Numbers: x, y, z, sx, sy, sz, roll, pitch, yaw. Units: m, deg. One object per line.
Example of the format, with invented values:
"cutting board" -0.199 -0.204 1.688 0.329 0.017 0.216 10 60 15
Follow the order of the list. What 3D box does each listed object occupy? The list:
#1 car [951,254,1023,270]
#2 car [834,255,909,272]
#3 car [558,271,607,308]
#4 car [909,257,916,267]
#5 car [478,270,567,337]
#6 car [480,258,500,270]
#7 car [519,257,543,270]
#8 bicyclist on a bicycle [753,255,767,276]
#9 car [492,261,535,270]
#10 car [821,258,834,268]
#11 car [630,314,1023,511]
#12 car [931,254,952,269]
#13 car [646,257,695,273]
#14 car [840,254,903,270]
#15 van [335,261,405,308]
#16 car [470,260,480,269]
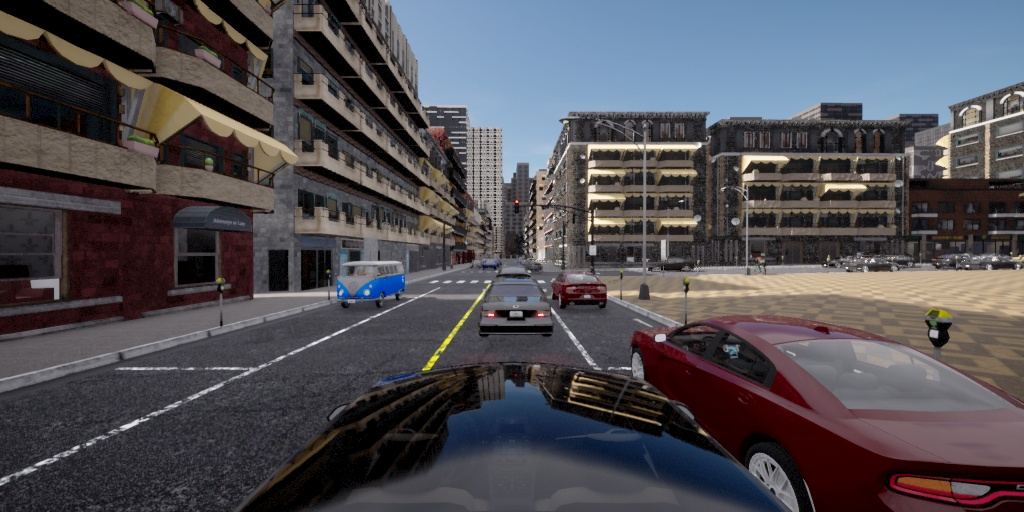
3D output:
"car" 43.548 0.631 32.581 4.403 1.370 2.007 0 0 -1
"car" 32.412 0.805 32.400 4.403 1.370 2.007 0 0 -1
"car" 2.661 1.295 14.888 1.888 1.381 4.507 0 0 0
"car" 43.412 0.564 40.961 4.403 1.370 2.007 0 0 -1
"car" 0.083 1.297 10.261 2.033 1.411 5.357 0 0 0
"car" -3.201 1.243 52.616 1.882 1.535 5.008 0 0 0
"car" 1.497 1.253 42.196 2.128 1.511 4.902 -1 1 -40
"bicyclist on a bicycle" 20.186 0.771 29.247 0.582 1.620 1.656 -1 0 -1
"car" 0.061 1.229 20.090 1.882 1.535 5.008 0 0 0
"car" 37.844 0.666 40.870 4.313 1.339 1.948 0 0 -1
"car" 2.685 1.295 3.836 1.888 1.381 4.507 0 0 0
"car" 44.309 0.538 35.231 4.902 1.511 2.128 -1 0 0
"car" 16.596 0.933 37.930 5.008 1.535 1.882 -1 0 -1
"car" 38.276 0.619 38.263 4.892 1.490 1.837 -1 0 -1
"van" -5.720 1.091 14.871 1.690 1.789 3.998 0 0 0
"car" -5.813 1.321 58.346 2.007 1.370 4.403 0 0 0
